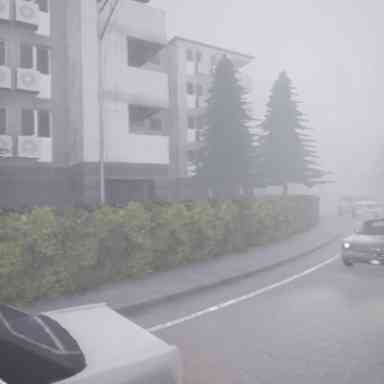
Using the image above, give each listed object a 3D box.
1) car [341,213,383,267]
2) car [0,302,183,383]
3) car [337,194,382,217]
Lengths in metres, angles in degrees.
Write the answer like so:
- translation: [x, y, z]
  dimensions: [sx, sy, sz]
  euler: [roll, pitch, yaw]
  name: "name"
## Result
- translation: [6.294, 1.569, 10.736]
  dimensions: [1.895, 1.301, 4.718]
  euler: [-2, -1, 38]
  name: "car"
- translation: [-2.476, 1.687, 2.387]
  dimensions: [4.718, 1.301, 1.895]
  euler: [-1, -1, -37]
  name: "car"
- translation: [14.816, 1.176, 29.798]
  dimensions: [2.150, 2.045, 5.566]
  euler: [-1, -1, 6]
  name: "car"
